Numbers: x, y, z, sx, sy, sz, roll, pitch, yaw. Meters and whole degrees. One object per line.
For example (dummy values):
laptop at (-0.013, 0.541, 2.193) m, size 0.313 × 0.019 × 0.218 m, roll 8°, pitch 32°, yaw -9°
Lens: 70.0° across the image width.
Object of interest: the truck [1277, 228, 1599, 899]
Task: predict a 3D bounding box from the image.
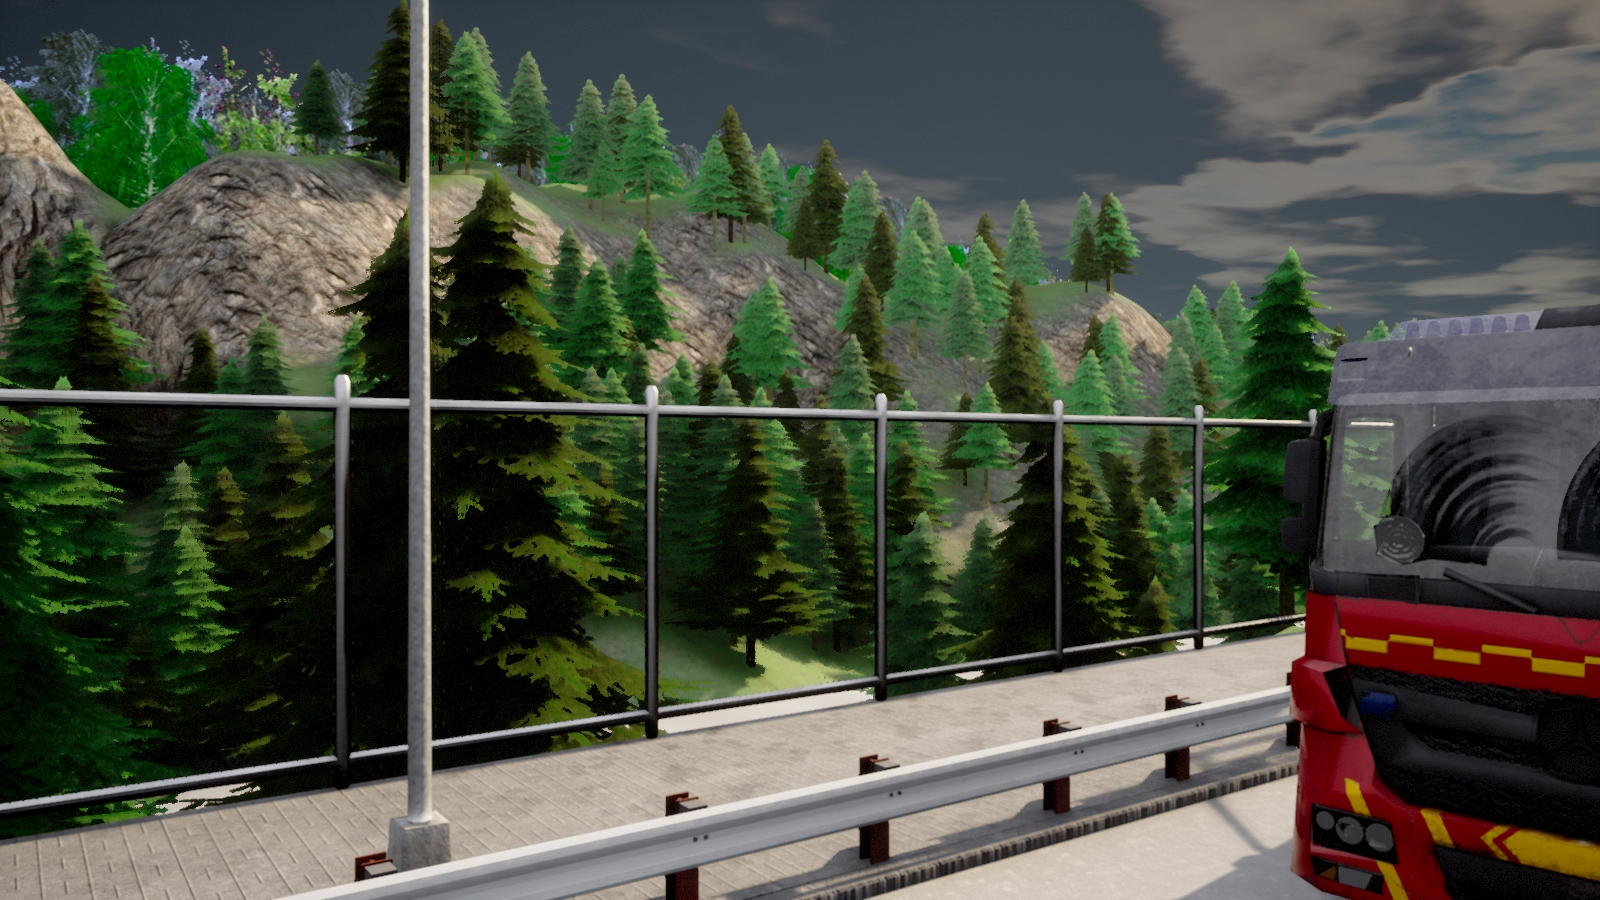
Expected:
truck at (6.744, 0.885, 8.228) m, size 8.468 × 3.827 × 2.891 m, roll 0°, pitch 0°, yaw -43°
